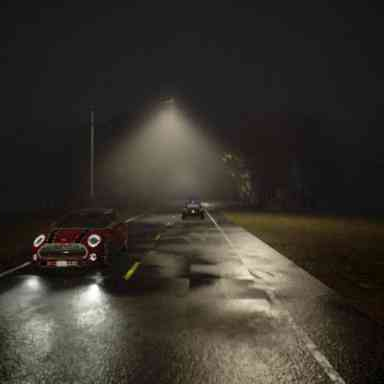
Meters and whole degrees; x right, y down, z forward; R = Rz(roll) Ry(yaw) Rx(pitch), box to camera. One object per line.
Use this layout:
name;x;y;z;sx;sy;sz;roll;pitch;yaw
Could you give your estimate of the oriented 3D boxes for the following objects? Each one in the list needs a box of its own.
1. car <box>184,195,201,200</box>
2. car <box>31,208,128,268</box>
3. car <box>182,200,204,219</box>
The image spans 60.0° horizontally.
car;0.104;1.400;45.972;2.150;2.045;5.566;0;0;0
car;-3.597;1.396;11.423;2.097;1.767;4.553;0;0;0
car;0.103;1.681;30.840;1.994;1.385;4.181;0;0;0
